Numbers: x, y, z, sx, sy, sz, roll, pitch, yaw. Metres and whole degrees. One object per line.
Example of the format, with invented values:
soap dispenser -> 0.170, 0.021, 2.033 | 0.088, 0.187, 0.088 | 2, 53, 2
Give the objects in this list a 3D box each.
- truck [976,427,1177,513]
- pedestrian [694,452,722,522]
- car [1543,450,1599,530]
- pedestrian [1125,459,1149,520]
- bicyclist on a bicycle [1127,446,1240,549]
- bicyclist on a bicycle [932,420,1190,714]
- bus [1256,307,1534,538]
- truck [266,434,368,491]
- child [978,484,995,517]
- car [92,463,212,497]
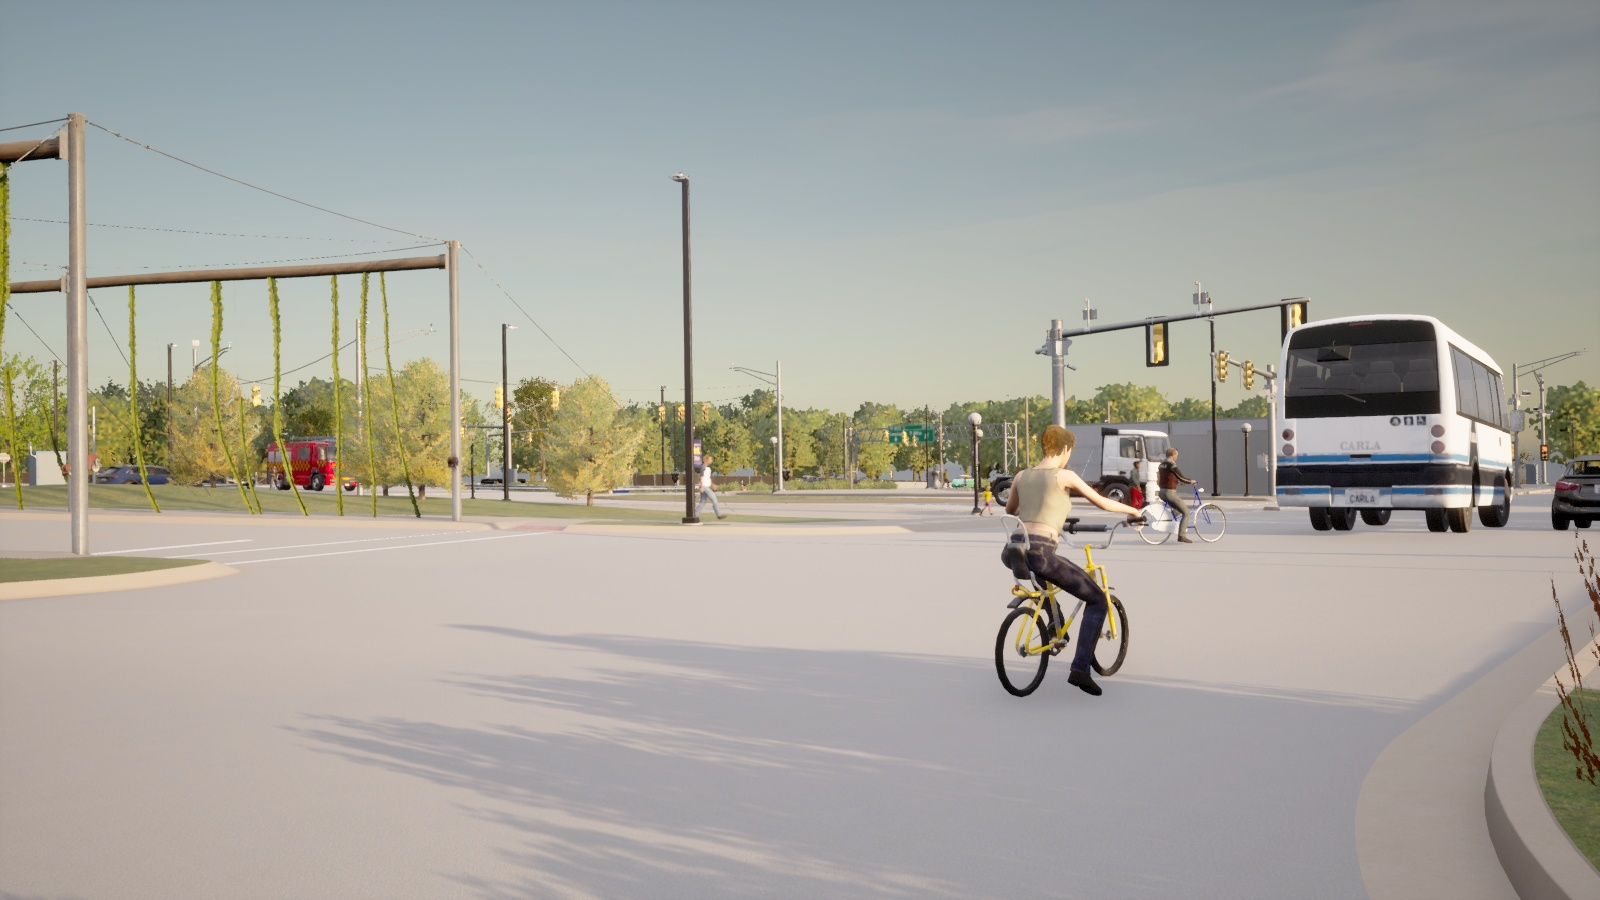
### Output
truck -> 11.872, 0.803, 54.242 | 7.936, 3.462, 2.891 | 0, -1, 35
pedestrian -> -2.452, 0.981, 33.495 | 0.706, 1.836, 0.354 | -1, -1, 2
car -> 18.218, 0.906, 27.872 | 2.242, 1.667, 4.611 | -1, -3, 40
pedestrian -> 10.331, 1.215, 38.513 | 0.614, 1.847, 0.353 | -1, -1, 34
bicyclist on a bicycle -> 6.981, 0.850, 22.872 | 1.843, 1.776, 0.659 | -1, -1, -15
bicyclist on a bicycle -> 1.636, 0.655, 7.755 | 0.866, 1.612, 1.509 | -2, -1, 44
bus -> 13.803, -0.309, 28.416 | 3.944, 4.253, 10.273 | -1, -3, 35
truck -> -34.155, 0.910, 88.672 | 8.468, 3.827, 2.891 | 0, -2, 40
child -> 6.547, 1.775, 44.083 | 0.473, 1.160, 0.299 | -1, -1, 38
car -> -32.097, 1.508, 62.276 | 2.033, 1.649, 4.856 | -1, -2, 39
